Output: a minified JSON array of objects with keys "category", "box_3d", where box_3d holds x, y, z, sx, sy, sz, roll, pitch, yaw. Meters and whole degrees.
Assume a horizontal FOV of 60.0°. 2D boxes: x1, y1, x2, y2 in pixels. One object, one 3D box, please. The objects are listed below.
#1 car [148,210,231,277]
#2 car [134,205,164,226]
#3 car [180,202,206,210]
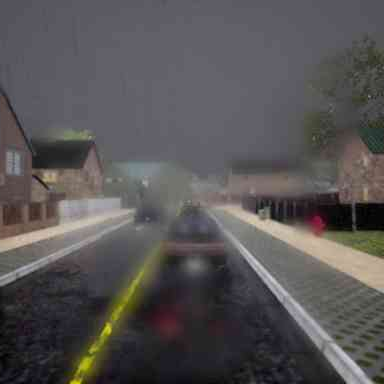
[{"category":"car","box_3d":[0.081,1.524,10.295,2.128,1.511,4.902,0,0,0]},{"category":"car","box_3d":[-2.848,1.645,23.681,1.994,1.385,4.181,0,0,0]},{"category":"car","box_3d":[0.082,1.588,27.407,2.128,1.511,4.902,0,0,0]}]
